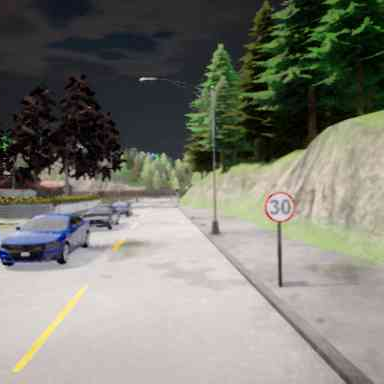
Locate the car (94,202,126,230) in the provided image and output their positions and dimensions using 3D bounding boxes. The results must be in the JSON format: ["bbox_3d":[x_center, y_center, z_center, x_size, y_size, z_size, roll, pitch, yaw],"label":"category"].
[{"bbox_3d":[-5.946,1.622,22.063,2.033,1.411,5.357,-1,0,-5],"label":"car"}]

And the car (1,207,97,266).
[{"bbox_3d":[-5.089,1.550,12.210,1.882,1.535,5.008,-1,0,-5],"label":"car"}]

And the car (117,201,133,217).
[{"bbox_3d":[-6.786,1.601,31.942,1.812,1.442,4.674,-1,0,-5],"label":"car"}]
